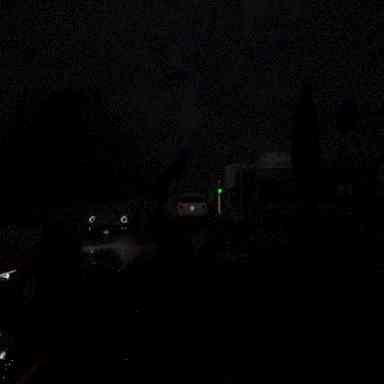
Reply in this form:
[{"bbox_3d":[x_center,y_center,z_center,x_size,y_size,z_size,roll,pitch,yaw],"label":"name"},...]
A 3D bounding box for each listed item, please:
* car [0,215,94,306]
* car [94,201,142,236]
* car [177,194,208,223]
[{"bbox_3d":[-4.089,1.514,8.118,1.812,1.442,4.674,0,0,0],"label":"car"},{"bbox_3d":[-4.071,1.326,18.070,2.097,1.767,4.553,0,0,0],"label":"car"},{"bbox_3d":[0.036,1.181,25.295,2.150,2.045,5.566,0,0,1],"label":"car"}]
